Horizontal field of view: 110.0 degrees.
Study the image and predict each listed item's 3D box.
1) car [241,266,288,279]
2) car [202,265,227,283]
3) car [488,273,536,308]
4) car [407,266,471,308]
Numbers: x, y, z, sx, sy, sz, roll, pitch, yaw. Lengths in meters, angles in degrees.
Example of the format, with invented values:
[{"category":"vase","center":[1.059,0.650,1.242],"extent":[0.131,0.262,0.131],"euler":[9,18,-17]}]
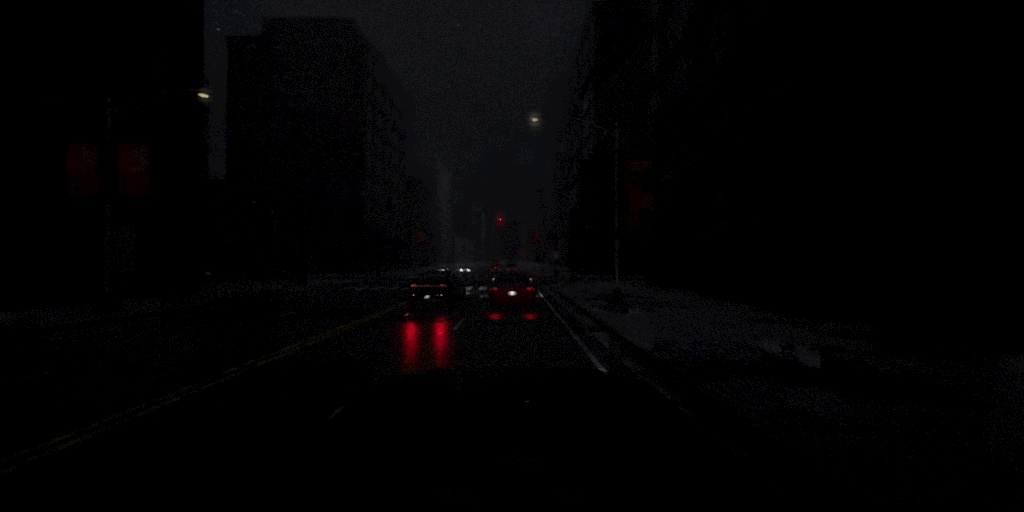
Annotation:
[{"category":"car","center":[-25.370,1.656,36.835],"extent":[4.313,1.339,1.948],"euler":[0,0,0]},{"category":"car","center":[-25.412,1.424,28.811],"extent":[4.097,1.591,1.967],"euler":[0,0,0]},{"category":"car","center":[0.007,1.448,16.045],"extent":[1.994,1.385,4.181],"euler":[0,-1,0]},{"category":"car","center":[-3.244,1.378,16.150],"extent":[2.128,1.511,4.902],"euler":[0,0,0]}]
